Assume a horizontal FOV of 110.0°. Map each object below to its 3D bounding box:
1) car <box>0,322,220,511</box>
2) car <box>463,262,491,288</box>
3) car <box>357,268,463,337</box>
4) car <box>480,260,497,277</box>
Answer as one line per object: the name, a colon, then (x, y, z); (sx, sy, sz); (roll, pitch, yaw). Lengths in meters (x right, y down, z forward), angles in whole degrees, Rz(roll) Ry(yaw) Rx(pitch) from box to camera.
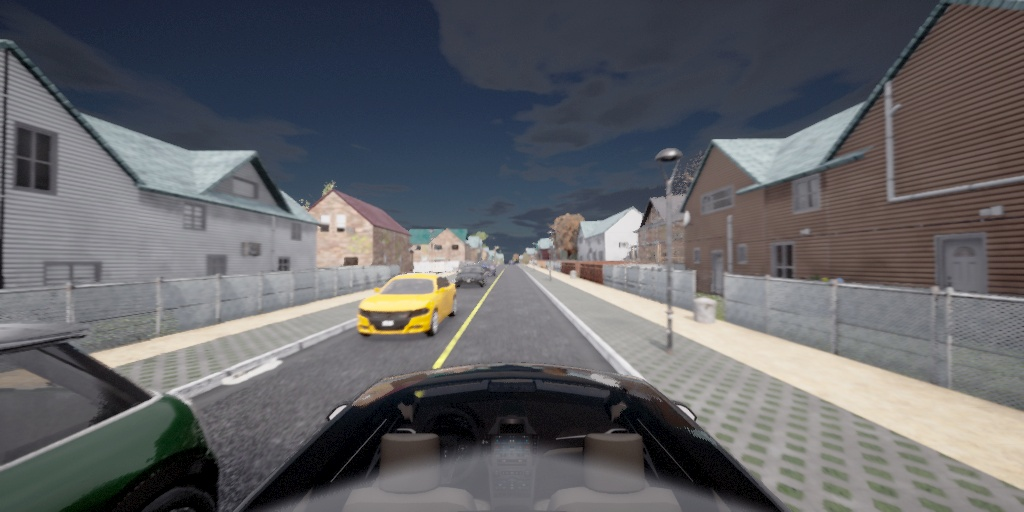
car: (-2.847, 1.107, 0.249); (2.097, 1.767, 4.553); (0, 0, 0)
car: (-2.781, 1.394, 25.401); (1.837, 1.490, 4.892); (0, -1, 0)
car: (-2.854, 1.279, 10.740); (1.882, 1.535, 5.008); (0, 0, 0)
car: (-2.788, 1.247, 38.888); (2.097, 1.767, 4.553); (0, 0, 0)
